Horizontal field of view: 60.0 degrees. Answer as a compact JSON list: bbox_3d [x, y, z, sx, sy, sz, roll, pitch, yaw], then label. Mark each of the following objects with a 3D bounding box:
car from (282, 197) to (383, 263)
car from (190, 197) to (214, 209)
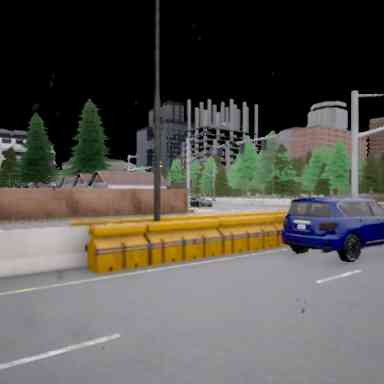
[{"bbox_3d":[5.684,1.199,12.132,5.566,2.045,2.150,0,0,-35],"label":"car"},{"bbox_3d":[0.991,1.453,45.809,1.837,1.490,4.892,0,0,-33],"label":"car"}]
